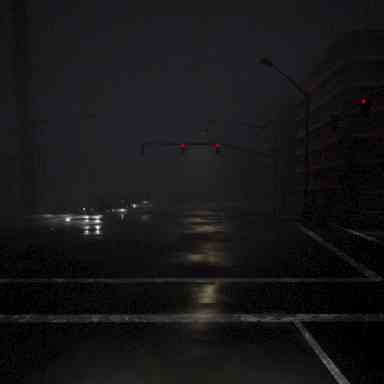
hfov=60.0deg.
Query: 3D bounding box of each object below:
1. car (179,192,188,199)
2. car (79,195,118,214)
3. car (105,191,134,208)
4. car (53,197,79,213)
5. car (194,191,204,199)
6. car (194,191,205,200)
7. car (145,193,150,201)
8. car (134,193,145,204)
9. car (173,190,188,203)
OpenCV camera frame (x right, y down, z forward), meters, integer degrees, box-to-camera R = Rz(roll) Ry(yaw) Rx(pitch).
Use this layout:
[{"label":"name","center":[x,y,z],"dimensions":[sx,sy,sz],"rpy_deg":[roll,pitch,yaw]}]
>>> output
[{"label":"car","center":[-1.890,0.720,76.187],"dimensions":[1.812,1.442,4.674],"rpy_deg":[0,1,1]},{"label":"car","center":[-9.519,1.369,34.257],"dimensions":[2.128,1.511,4.902],"rpy_deg":[0,1,1]},{"label":"car","center":[-9.402,1.106,43.299],"dimensions":[2.097,1.767,4.553],"rpy_deg":[0,1,1]},{"label":"car","center":[-13.007,1.346,35.324],"dimensions":[1.882,1.535,5.008],"rpy_deg":[0,1,1]},{"label":"car","center":[1.604,0.556,75.795],"dimensions":[2.097,1.767,4.553],"rpy_deg":[0,1,1]},{"label":"car","center":[1.574,0.855,65.405],"dimensions":[2.128,1.511,4.902],"rpy_deg":[0,1,1]},{"label":"car","center":[-9.093,0.947,63.478],"dimensions":[2.033,1.411,5.357],"rpy_deg":[0,1,1]},{"label":"car","center":[-9.280,1.132,52.943],"dimensions":[2.033,1.411,5.357],"rpy_deg":[0,1,1]},{"label":"car","center":[-2.027,0.726,57.456],"dimensions":[2.150,2.045,5.566],"rpy_deg":[0,1,1]}]
